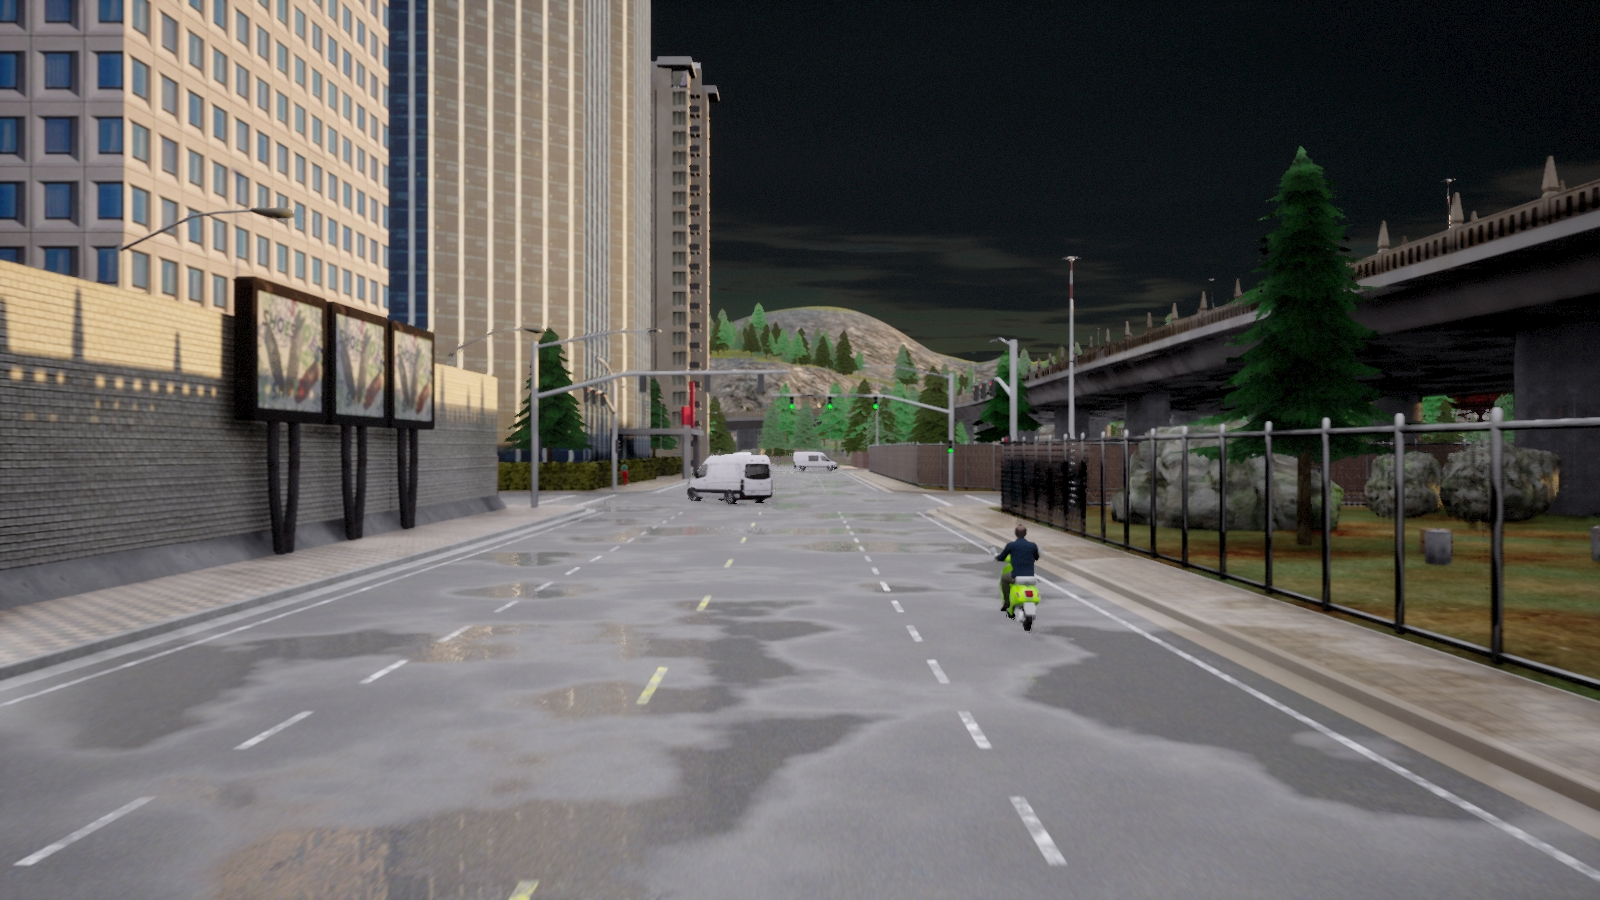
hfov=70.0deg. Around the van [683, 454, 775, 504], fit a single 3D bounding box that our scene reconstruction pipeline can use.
[{"bbox_3d":[-3.861,1.496,61.023,1.988,2.561,5.915,1,-1,-36],"label":"van"}]
